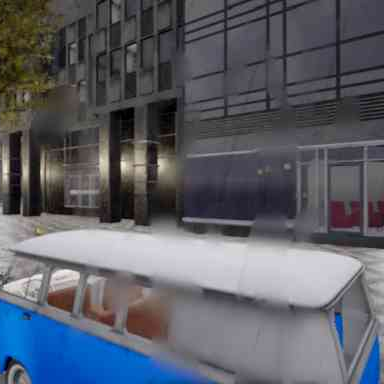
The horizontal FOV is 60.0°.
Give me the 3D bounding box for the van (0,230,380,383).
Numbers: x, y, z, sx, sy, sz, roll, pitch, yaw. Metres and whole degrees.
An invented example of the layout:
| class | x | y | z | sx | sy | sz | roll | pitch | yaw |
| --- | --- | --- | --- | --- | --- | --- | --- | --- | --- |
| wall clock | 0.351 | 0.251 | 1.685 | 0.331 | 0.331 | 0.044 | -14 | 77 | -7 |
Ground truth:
| class | x | y | z | sx | sy | sz | roll | pitch | yaw |
| --- | --- | --- | --- | --- | --- | --- | --- | --- | --- |
| van | -0.374 | 1.350 | 3.230 | 3.998 | 1.788 | 1.690 | 0 | 0 | 36 |
